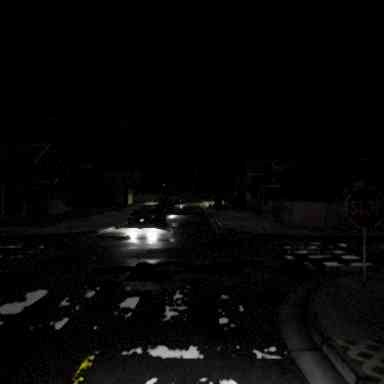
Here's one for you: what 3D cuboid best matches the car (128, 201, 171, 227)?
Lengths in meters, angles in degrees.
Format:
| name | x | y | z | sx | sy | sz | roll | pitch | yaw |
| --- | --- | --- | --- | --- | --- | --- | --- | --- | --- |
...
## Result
| name | x | y | z | sx | sy | sz | roll | pitch | yaw |
| --- | --- | --- | --- | --- | --- | --- | --- | --- | --- |
| car | -2.922 | 1.561 | 22.440 | 1.994 | 1.385 | 4.181 | 0 | 0 | 5 |

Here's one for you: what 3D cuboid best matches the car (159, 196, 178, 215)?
| name | x | y | z | sx | sy | sz | roll | pitch | yaw |
| --- | --- | --- | --- | --- | --- | --- | --- | --- | --- |
| car | -2.702 | 1.500 | 34.324 | 1.837 | 1.490 | 4.892 | 0 | 0 | 0 |

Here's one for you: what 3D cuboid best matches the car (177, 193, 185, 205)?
| name | x | y | z | sx | sy | sz | roll | pitch | yaw |
| --- | --- | --- | --- | --- | --- | --- | --- | --- | --- |
| car | -2.668 | 1.480 | 59.497 | 1.882 | 1.535 | 5.008 | 0 | 0 | 0 |
